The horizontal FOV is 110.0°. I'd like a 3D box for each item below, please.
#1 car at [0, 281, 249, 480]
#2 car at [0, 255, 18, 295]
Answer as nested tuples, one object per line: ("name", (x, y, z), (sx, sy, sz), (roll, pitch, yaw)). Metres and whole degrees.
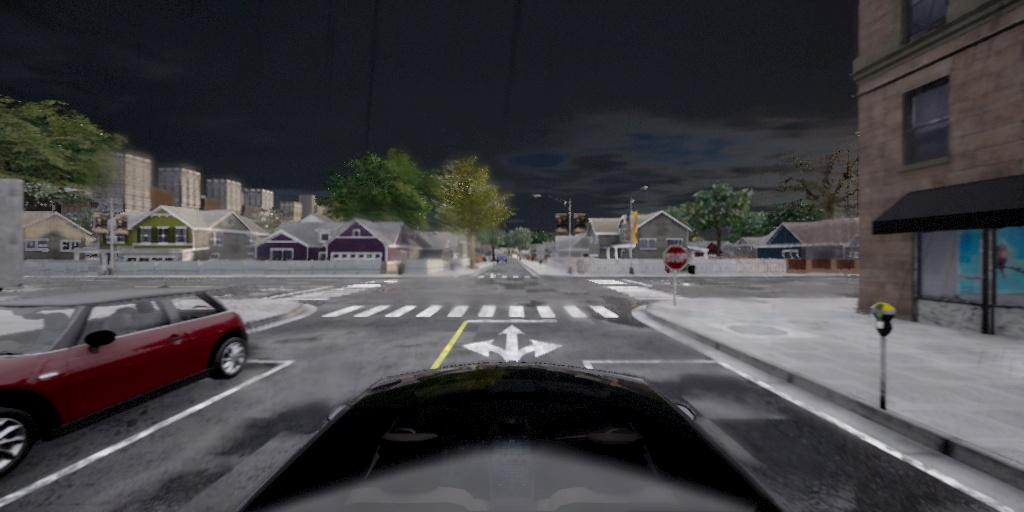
("car", (-5.388, 1.183, 4.294), (1.967, 1.591, 4.097), (0, 0, 0))
("car", (-29.329, 1.000, 18.185), (5.566, 2.045, 2.150), (0, 0, 0))
